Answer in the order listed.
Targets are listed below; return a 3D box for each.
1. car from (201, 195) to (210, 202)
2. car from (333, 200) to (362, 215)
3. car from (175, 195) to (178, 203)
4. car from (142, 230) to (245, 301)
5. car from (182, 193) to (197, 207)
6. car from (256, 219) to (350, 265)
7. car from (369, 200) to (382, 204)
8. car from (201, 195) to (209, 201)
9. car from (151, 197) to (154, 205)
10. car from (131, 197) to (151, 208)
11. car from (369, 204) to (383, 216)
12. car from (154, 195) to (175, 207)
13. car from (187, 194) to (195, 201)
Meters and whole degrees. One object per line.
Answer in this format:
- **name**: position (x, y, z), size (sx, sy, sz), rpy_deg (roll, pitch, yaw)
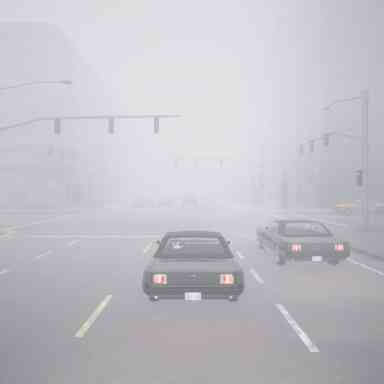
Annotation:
- **car**: position (3.227, 1.595, 77.387), size (1.895, 1.301, 4.718), rpy_deg (0, 0, 1)
- **car**: position (17.179, 1.533, 34.261), size (5.008, 1.535, 1.882), rpy_deg (0, 0, 0)
- **car**: position (-4.001, 1.505, 60.083), size (1.837, 1.490, 4.892), rpy_deg (0, 0, 1)
- **car**: position (0.036, 1.601, 8.246), size (1.895, 1.301, 4.718), rpy_deg (0, 0, 0)
- **car**: position (-0.349, 1.221, 51.566), size (2.150, 2.045, 5.566), rpy_deg (0, 0, 0)
- **car**: position (3.539, 1.601, 11.634), size (1.895, 1.301, 4.718), rpy_deg (0, 0, 0)
- **car**: position (19.245, 1.547, 30.761), size (4.902, 1.511, 2.128), rpy_deg (0, 0, 0)
- **car**: position (3.318, 1.552, 87.362), size (1.994, 1.385, 4.181), rpy_deg (0, 0, 1)
- **car**: position (-7.533, 1.547, 58.398), size (2.033, 1.411, 5.357), rpy_deg (0, 0, 0)
- **car**: position (-7.560, 1.505, 47.830), size (1.837, 1.490, 4.892), rpy_deg (0, 0, 0)
- **car**: position (3.592, 1.221, 1.882), size (2.150, 2.045, 5.566), rpy_deg (0, 0, 0)
- **car**: position (-4.079, 1.547, 50.240), size (2.033, 1.411, 5.357), rpy_deg (0, 0, 0)
- **car**: position (-0.183, 1.355, 87.230), size (2.097, 1.767, 4.553), rpy_deg (0, 0, 1)
